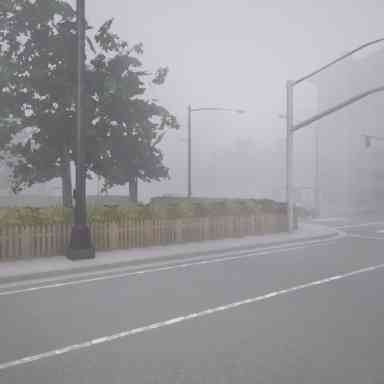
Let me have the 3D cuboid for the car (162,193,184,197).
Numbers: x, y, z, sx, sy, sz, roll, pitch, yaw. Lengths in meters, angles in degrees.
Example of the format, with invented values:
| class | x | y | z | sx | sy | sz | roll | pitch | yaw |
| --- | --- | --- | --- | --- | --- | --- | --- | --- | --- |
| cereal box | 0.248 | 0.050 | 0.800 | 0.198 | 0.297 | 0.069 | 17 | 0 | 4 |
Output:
| class | x | y | z | sx | sy | sz | roll | pitch | yaw |
| --- | --- | --- | --- | --- | --- | --- | --- | --- | --- |
| car | -2.338 | 1.221 | 47.233 | 2.150 | 2.045 | 5.566 | 0 | 0 | -35 |

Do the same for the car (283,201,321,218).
| class | x | y | z | sx | sy | sz | roll | pitch | yaw |
| --- | --- | --- | --- | --- | --- | --- | --- | --- | --- |
| car | 9.368 | 1.525 | 30.313 | 1.812 | 1.442 | 4.674 | 0 | 0 | -35 |
